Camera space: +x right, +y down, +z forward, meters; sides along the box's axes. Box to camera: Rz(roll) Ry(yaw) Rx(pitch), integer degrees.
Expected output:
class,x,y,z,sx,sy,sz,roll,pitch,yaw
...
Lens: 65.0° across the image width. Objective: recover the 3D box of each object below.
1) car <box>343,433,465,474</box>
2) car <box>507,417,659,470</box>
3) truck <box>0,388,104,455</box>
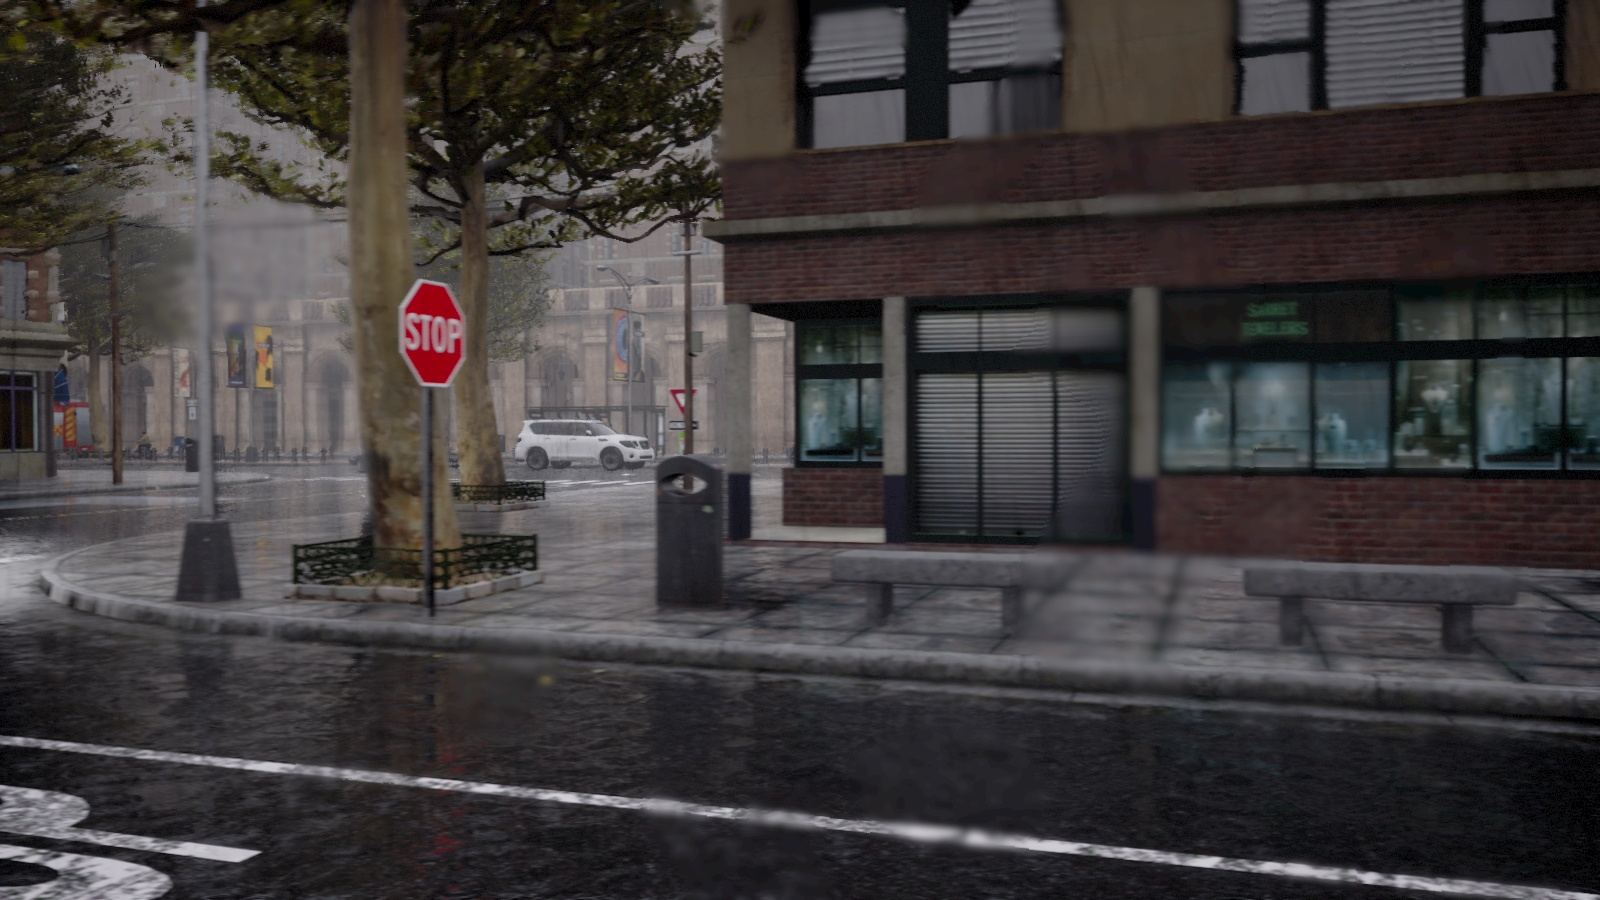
class,x,y,z,sx,sy,sz,roll,pitch,yaw
car,-14.635,0.079,46.201,5.357,1.411,2.033,1,1,45
car,-8.610,-0.286,49.874,5.566,2.045,2.150,1,1,19
truck,-45.831,-1.705,74.584,8.468,3.827,2.891,1,1,19
